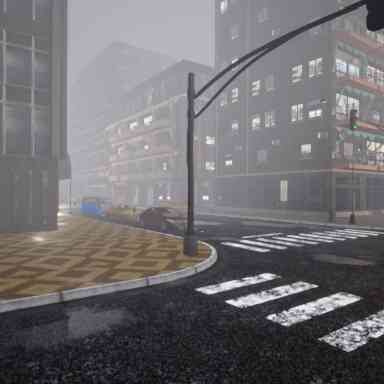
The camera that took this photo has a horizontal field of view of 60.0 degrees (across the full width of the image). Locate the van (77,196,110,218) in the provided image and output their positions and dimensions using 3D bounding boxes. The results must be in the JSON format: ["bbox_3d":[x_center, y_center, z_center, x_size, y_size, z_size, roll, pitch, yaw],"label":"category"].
[{"bbox_3d":[-8.313,1.265,29.008,1.690,1.788,3.998,0,0,-36],"label":"van"}]

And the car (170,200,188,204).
[{"bbox_3d":[-1.603,1.487,34.029,1.752,1.417,4.829,0,0,-36],"label":"car"}]

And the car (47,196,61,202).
[{"bbox_3d":[-31.206,1.488,75.313,1.947,1.339,4.313,0,0,-36],"label":"car"}]

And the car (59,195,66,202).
[{"bbox_3d":[-27.906,1.360,70.712,1.967,1.590,4.097,0,0,-36],"label":"car"}]

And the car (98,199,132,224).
[{"bbox_3d":[-4.914,1.458,24.266,1.752,1.417,4.829,0,0,-36],"label":"car"}]

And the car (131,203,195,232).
[{"bbox_3d":[-1.713,1.525,19.803,1.802,1.307,4.206,0,0,-36],"label":"car"}]

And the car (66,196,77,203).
[{"bbox_3d":[-21.405,1.447,61.645,1.752,1.417,4.829,0,0,-36],"label":"car"}]
